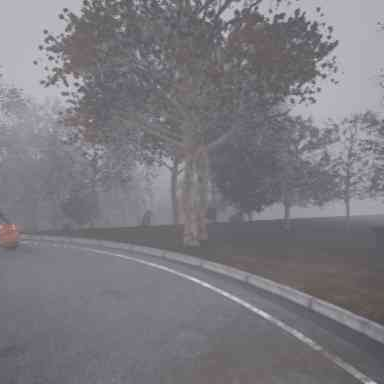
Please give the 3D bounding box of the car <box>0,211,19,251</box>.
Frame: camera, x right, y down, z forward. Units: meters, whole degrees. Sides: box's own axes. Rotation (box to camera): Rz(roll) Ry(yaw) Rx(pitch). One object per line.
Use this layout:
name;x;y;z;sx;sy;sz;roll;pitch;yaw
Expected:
car;-9.126;1.507;13.322;4.553;1.767;2.097;-1;1;29
